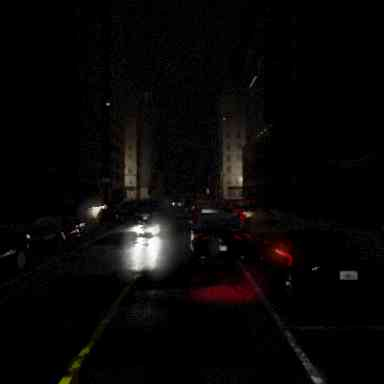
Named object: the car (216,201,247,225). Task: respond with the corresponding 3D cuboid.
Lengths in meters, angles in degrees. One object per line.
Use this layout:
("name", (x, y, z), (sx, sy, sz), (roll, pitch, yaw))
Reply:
("car", (2.862, 1.488, 24.881), (1.752, 1.417, 4.829), (0, 0, 0))

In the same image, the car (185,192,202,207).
("car", (0.012, 1.276, 48.993), (2.097, 1.767, 4.553), (0, 0, 0))

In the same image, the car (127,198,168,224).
("car", (-3.095, 1.455, 24.479), (2.128, 1.511, 4.902), (0, 0, 0))

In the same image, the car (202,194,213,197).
("car", (2.868, 1.486, 52.329), (1.947, 1.339, 4.313), (0, 0, 0))

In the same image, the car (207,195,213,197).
("car", (2.864, 1.385, 35.758), (1.967, 1.590, 4.097), (0, 0, 0))

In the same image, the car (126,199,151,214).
("car", (-5.661, 1.512, 35.747), (1.947, 1.339, 4.313), (0, 0, 0))

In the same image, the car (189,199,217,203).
("car", (0.904, 1.445, 22.044), (1.882, 1.535, 5.008), (0, 0, 0))

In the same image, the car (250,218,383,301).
("car", (2.859, 1.554, 8.140), (1.947, 1.339, 4.313), (0, 0, 0))

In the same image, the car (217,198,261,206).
("car", (2.862, 1.286, 19.187), (2.192, 1.841, 5.009), (0, 0, 0))

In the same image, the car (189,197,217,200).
("car", (0.905, 1.436, 28.044), (1.882, 1.535, 5.008), (0, 0, 0))

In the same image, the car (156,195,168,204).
("car", (-5.656, 1.344, 63.372), (1.967, 1.590, 4.097), (0, 0, 0))

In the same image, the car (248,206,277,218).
("car", (2.861, 1.505, 13.833), (1.752, 1.417, 4.829), (0, 0, 0))

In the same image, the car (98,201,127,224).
("car", (-5.663, 1.508, 24.697), (1.887, 1.381, 4.507), (0, 0, 0))

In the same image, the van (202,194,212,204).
("van", (2.870, 1.244, 63.376), (1.690, 1.788, 3.998), (0, 0, 0))

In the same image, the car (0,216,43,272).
("car", (-5.666, 1.533, 8.122), (1.887, 1.381, 4.507), (0, 0, 0))

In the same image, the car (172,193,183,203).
("car", (-2.988, 1.452, 67.169), (2.033, 1.411, 5.357), (0, 0, 0))

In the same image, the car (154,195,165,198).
("car", (-5.658, 1.502, 52.322), (1.802, 1.307, 4.206), (0, 0, 0))

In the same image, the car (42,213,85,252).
("car", (-5.666, 1.562, 13.647), (1.802, 1.307, 4.206), (0, 0, 0))

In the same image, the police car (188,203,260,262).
("police car", (0.901, 1.408, 12.154), (1.930, 1.638, 5.238), (0, 0, 0))

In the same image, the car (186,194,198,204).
("car", (0.011, 1.255, 63.416), (2.097, 1.767, 4.553), (0, 0, 0))

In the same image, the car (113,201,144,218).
("car", (-5.662, 1.521, 30.222), (1.947, 1.339, 4.313), (0, 0, 0))

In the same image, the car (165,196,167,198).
("car", (-5.657, 1.478, 57.847), (1.947, 1.339, 4.313), (0, 0, 0))

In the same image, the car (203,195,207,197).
("car", (2.867, 1.479, 46.805), (2.008, 1.369, 4.403), (0, 0, 0))
